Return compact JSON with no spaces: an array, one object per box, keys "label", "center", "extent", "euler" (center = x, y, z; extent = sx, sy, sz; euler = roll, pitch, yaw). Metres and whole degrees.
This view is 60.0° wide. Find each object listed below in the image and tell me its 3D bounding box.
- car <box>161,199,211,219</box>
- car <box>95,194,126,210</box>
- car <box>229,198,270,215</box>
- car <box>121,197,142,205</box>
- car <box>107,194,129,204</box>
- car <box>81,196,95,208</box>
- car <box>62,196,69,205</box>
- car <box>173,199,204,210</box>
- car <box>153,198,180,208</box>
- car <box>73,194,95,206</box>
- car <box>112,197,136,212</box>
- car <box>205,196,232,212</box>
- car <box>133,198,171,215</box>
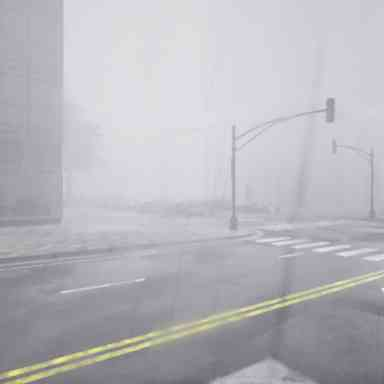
[{"label":"car","center":[-0.615,1.623,29.797],"extent":[1.947,1.339,4.313],"euler":[0,0,-36]},{"label":"car","center":[-10.678,1.444,43.397],"extent":[1.967,1.590,4.097],"euler":[0,0,-36]},{"label":"car","center":[6.239,1.651,34.866],"extent":[1.802,1.307,4.206],"euler":[0,0,-36]},{"label":"car","center":[-10.531,1.533,57.530],"extent":[1.887,1.381,4.507],"euler":[0,0,-36]},{"label":"car","center":[-13.884,1.292,62.064],"extent":[2.192,1.841,5.009],"euler":[0,0,-36]},{"label":"car","center":[-14.033,1.572,47.931],"extent":[1.802,1.307,4.206],"euler":[0,0,-36]},{"label":"car","center":[-20.742,1.531,56.998],"extent":[1.947,1.339,4.313],"euler":[0,0,-36]},{"label":"car","center":[-0.469,1.597,43.932],"extent":[1.947,1.339,4.313],"euler":[0,0,-36]},{"label":"car","center":[-3.822,1.581,48.464],"extent":[1.947,1.339,4.313],"euler":[0,0,-36]},{"label":"car","center":[-17.285,1.502,52.328],"extent":[1.752,1.417,4.829],"euler":[0,0,-36]},{"label":"car","center":[-7.325,1.602,38.864],"extent":[1.802,1.307,4.206],"euler":[0,0,-36]},{"label":"car","center":[2.886,1.364,39.400],"extent":[2.192,1.841,5.009],"euler":[0,0,-36]},{"label":"car","center":[-3.970,1.603,34.331],"extent":[1.947,1.339,4.313],"euler":[0,0,-36]}]
